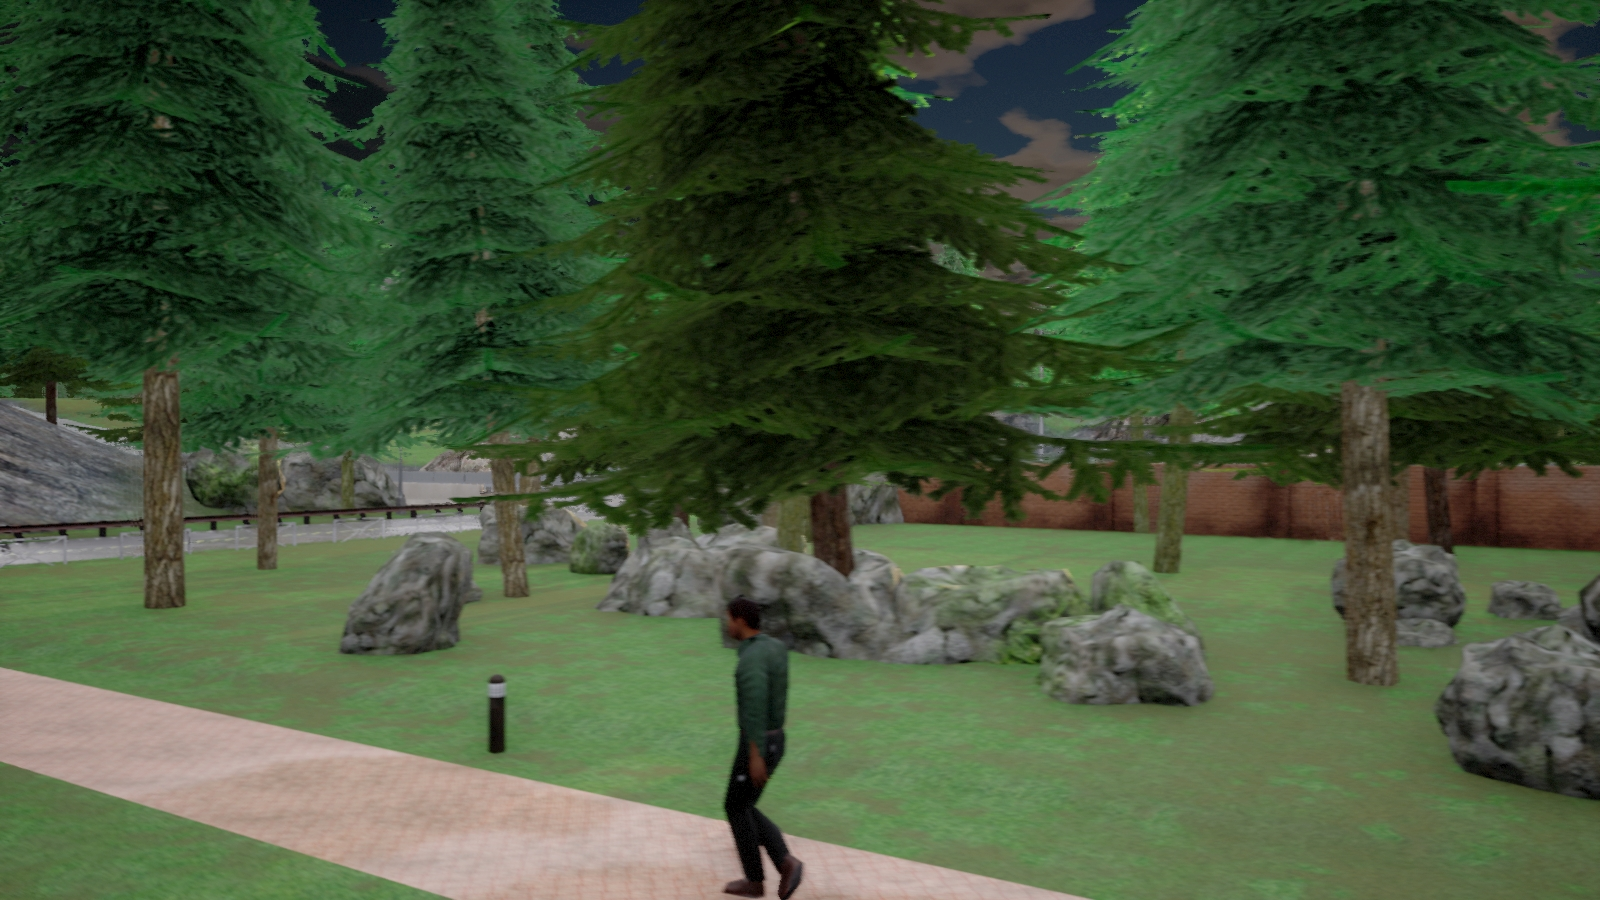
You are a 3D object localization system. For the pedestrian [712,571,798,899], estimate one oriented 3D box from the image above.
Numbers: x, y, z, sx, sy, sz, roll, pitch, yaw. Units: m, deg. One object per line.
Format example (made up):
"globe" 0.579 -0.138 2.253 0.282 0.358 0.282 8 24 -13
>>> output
"pedestrian" -0.261 1.667 6.722 0.375 1.860 0.375 0 0 25
